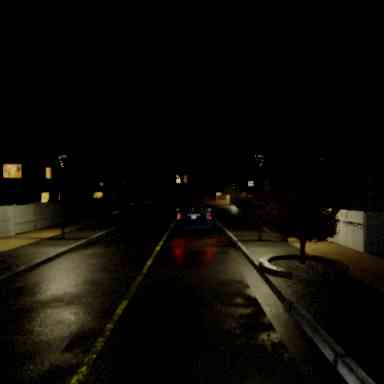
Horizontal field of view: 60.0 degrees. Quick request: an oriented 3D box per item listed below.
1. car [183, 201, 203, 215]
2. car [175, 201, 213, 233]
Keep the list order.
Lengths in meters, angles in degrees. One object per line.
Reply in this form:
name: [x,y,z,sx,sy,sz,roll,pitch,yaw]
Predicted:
car: [0.101,1.655,35.350,1.994,1.385,4.181,0,0,0]
car: [0.100,1.392,19.938,2.097,1.767,4.553,0,0,0]
